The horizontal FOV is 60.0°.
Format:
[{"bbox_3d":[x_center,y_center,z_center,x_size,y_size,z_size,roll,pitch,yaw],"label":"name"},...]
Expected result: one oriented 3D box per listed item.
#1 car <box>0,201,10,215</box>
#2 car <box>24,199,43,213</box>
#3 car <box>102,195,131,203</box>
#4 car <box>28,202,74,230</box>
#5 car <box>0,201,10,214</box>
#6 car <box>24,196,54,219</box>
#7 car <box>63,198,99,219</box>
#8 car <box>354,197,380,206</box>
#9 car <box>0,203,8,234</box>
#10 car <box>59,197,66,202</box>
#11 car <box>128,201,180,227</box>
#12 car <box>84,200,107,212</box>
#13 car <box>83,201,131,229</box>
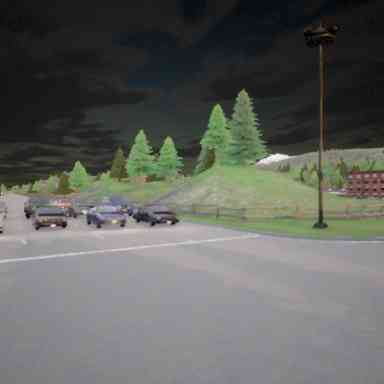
[{"bbox_3d":[-21.723,1.744,37.586,2.033,1.411,5.357,0,0,-28],"label":"car"},{"bbox_3d":[-19.332,1.682,40.561,1.882,1.535,5.008,0,0,-28],"label":"car"},{"bbox_3d":[-7.578,1.373,33.440,2.150,2.045,5.566,0,0,-29],"label":"car"},{"bbox_3d":[-9.619,1.659,22.400,2.033,1.411,5.357,0,0,-28],"label":"car"},{"bbox_3d":[-16.880,1.628,28.531,1.882,1.535,5.008,0,0,-28],"label":"car"},{"bbox_3d":[-14.451,1.379,31.414,2.150,2.045,5.566,0,0,-28],"label":"car"},{"bbox_3d":[-10.420,1.640,31.308,2.128,1.511,4.902,0,0,-28],"label":"car"},{"bbox_3d":[31.392,1.660,59.829,1.882,1.535,5.008,0,0,-13],"label":"car"},{"bbox_3d":[-12.117,1.631,19.656,1.812,1.442,4.674,0,0,-28],"label":"car"},{"bbox_3d":[-14.989,1.545,39.881,2.097,1.767,4.553,0,0,-28],"label":"car"},{"bbox_3d":[-2.773,1.654,24.452,2.033,1.411,5.357,0,0,-28],"label":"car"},{"bbox_3d":[-12.321,1.761,42.364,1.994,1.385,4.181,0,0,-28],"label":"car"},{"bbox_3d":[-6.017,1.633,23.092,1.812,1.442,4.674,0,0,-29],"label":"car"}]
